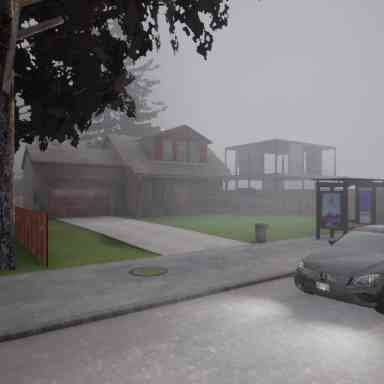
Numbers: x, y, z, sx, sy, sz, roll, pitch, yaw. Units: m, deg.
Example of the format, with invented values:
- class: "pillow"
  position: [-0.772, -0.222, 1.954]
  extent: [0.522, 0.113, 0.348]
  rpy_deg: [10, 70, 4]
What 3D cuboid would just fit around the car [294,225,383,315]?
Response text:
- class: "car"
  position: [4.357, 1.526, 7.657]
  extent: [4.674, 1.442, 1.812]
  rpy_deg: [0, 0, -36]
